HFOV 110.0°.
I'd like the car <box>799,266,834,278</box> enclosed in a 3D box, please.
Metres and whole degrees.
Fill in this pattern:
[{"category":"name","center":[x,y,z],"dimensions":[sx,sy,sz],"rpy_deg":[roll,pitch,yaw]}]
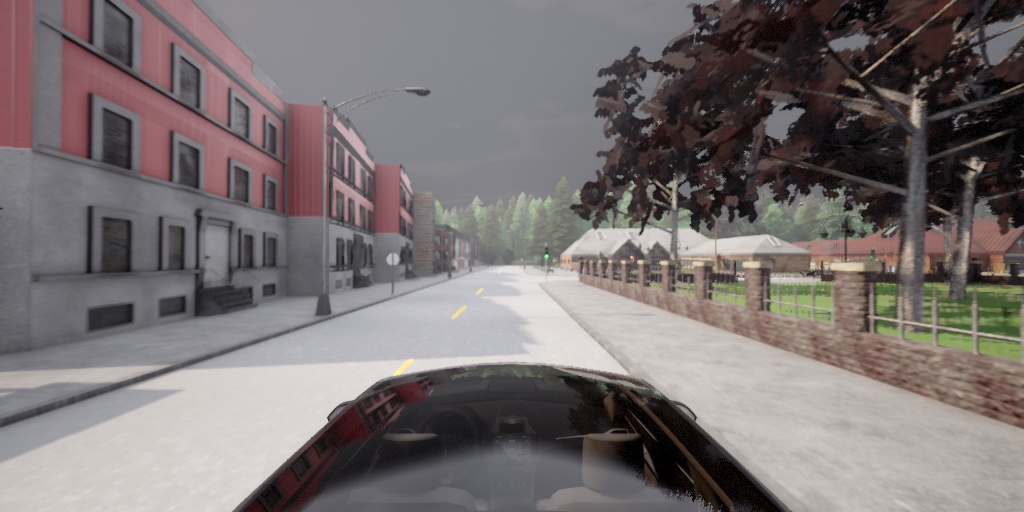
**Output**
[{"category":"car","center":[35.349,1.767,40.485],"dimensions":[4.718,1.301,1.895],"rpy_deg":[0,-1,0]}]
